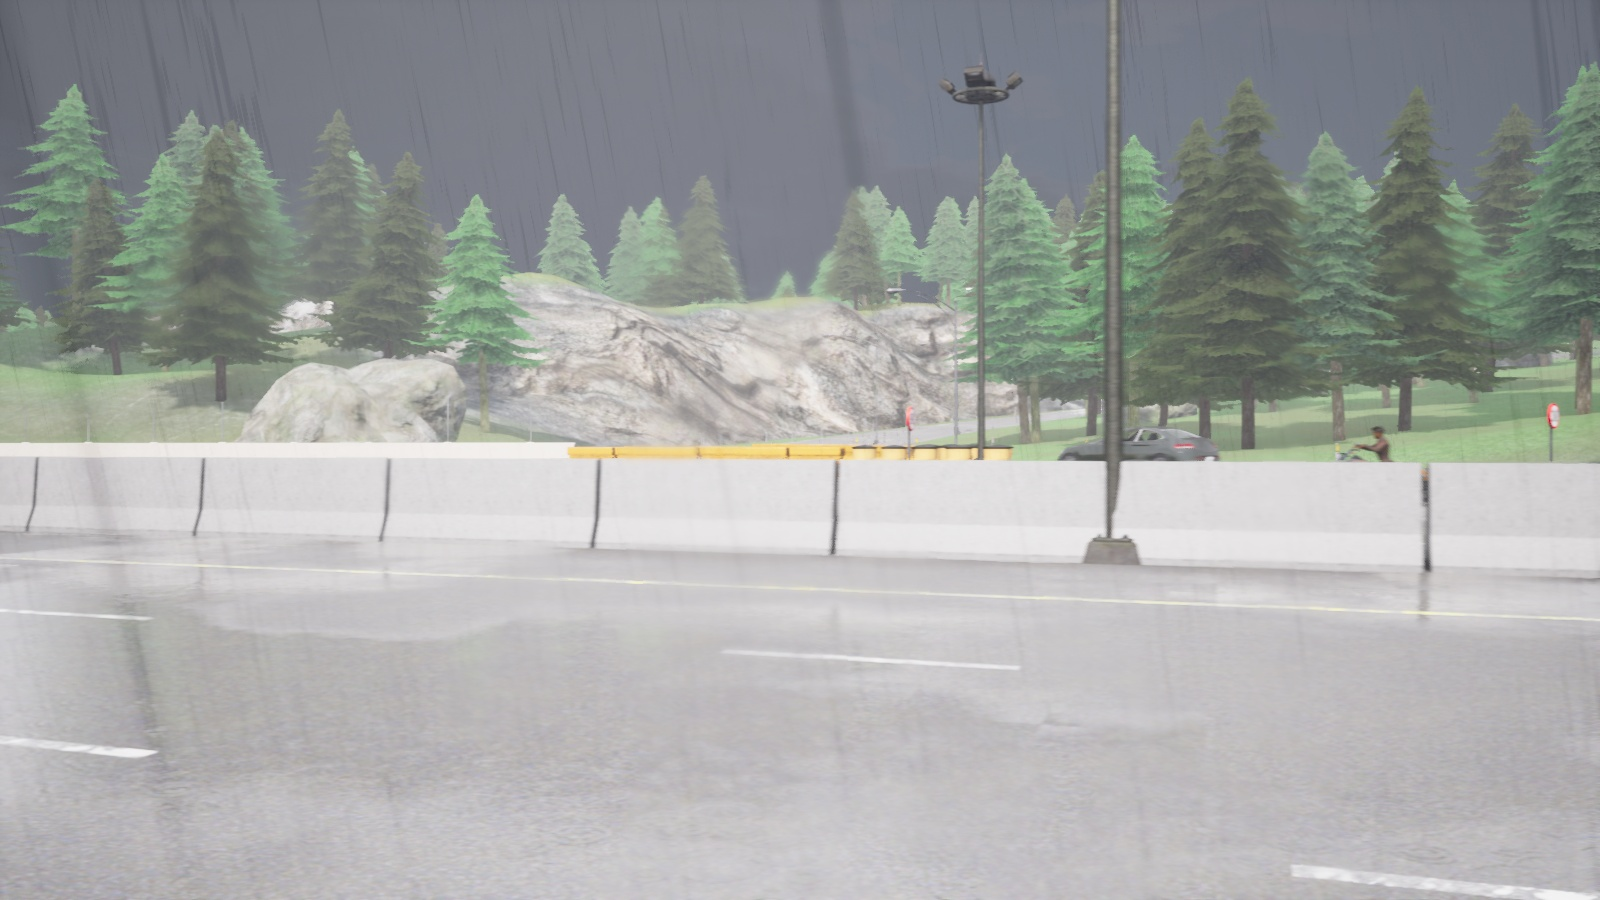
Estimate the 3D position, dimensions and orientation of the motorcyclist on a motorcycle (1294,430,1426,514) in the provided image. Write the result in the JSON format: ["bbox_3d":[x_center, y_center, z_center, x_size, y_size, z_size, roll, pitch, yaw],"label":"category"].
[{"bbox_3d":[11.232,0.415,25.260,2.350,1.649,0.766,0,1,19],"label":"motorcyclist on a motorcycle"}]

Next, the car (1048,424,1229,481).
[{"bbox_3d":[10.308,0.026,38.605,2.152,1.651,5.027,-1,1,-40],"label":"car"}]
